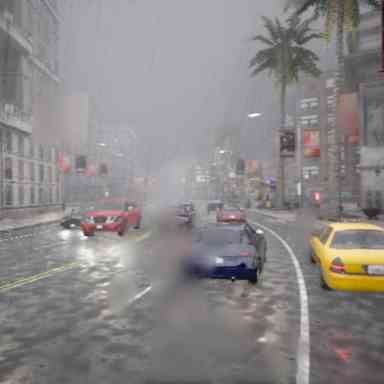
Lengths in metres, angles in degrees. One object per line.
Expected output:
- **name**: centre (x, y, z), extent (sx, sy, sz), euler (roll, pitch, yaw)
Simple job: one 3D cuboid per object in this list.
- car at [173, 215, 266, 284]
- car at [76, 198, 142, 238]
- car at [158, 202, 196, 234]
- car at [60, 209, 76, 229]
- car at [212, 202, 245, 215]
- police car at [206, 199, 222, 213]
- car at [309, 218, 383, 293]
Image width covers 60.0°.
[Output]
- **car**: centre (1.100, 1.602, 9.844), extent (1.994, 1.385, 4.181), euler (-1, 0, 15)
- **car**: centre (-4.452, 1.406, 19.416), extent (2.150, 2.045, 5.566), euler (-1, -1, 4)
- **car**: centre (-0.843, 1.621, 20.156), extent (2.128, 1.511, 4.902), euler (-1, 0, 4)
- **car**: centre (-7.716, 1.811, 24.334), extent (2.033, 1.411, 5.357), euler (-1, 0, 1)
- **car**: centre (2.781, 1.658, 24.455), extent (1.994, 1.385, 4.181), euler (-1, 0, 2)
- **police car**: centre (2.699, 1.610, 40.176), extent (1.930, 1.638, 5.238), euler (-1, -1, 0)
- **car**: centre (4.148, 1.439, 8.722), extent (1.801, 1.575, 5.366), euler (-1, 0, 15)
